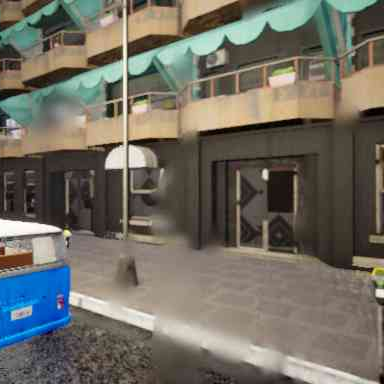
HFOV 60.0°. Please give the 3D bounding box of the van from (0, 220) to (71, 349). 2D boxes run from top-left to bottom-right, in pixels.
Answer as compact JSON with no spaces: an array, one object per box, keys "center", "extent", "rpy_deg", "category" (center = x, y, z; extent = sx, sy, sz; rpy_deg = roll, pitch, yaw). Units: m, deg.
[{"center":[-3.688,1.315,5.359],"extent":[3.998,1.788,1.690],"rpy_deg":[0,0,35],"category":"van"}]
